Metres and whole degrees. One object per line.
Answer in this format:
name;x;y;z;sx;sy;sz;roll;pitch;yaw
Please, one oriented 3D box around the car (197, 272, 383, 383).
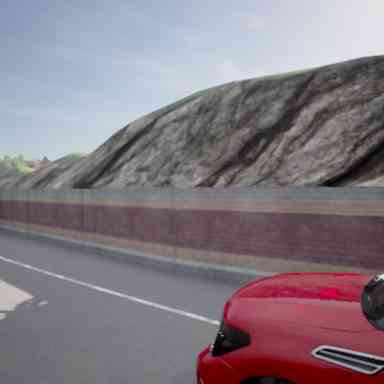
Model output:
car;2.703;1.233;2.117;5.566;2.045;2.150;0;0;35
